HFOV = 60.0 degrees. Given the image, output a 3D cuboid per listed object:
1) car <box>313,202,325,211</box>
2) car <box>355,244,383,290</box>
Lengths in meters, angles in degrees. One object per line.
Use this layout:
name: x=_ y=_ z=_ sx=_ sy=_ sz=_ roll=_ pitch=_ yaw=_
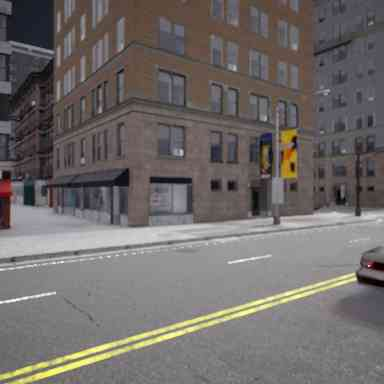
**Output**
car: x=13.192 y=1.521 z=40.169 sx=2.033 sy=1.411 sz=5.357 roll=0 pitch=0 yaw=-37
car: x=5.984 y=1.546 z=7.927 sx=5.357 sy=1.411 sz=2.033 roll=0 pitch=0 yaw=-37
